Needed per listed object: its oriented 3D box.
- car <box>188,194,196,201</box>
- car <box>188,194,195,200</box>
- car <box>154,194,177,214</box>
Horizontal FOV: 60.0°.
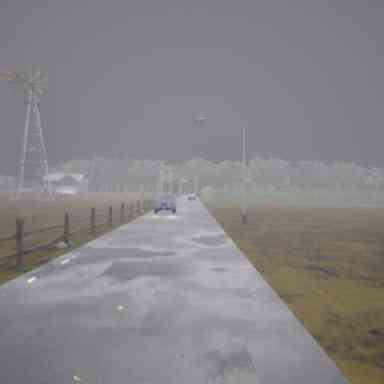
[{"bbox_3d":[-0.020,1.340,77.857,1.882,1.535,5.008,0,0,0],"label":"car"},{"bbox_3d":[-0.023,1.202,88.274,1.837,1.490,4.892,0,0,0],"label":"car"},{"bbox_3d":[-2.759,1.194,35.507,2.150,2.045,5.566,0,0,0],"label":"car"}]
